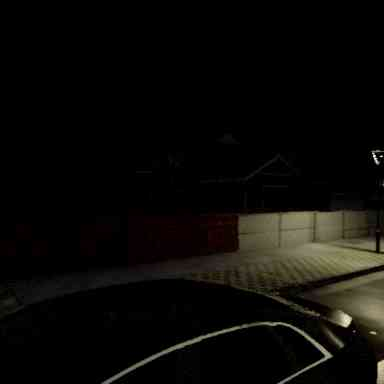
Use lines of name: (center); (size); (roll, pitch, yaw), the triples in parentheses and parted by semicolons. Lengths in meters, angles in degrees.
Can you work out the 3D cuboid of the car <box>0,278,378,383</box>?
car: (-0.613, 1.512, 2.197); (4.892, 1.490, 1.837); (1, 0, -36)
